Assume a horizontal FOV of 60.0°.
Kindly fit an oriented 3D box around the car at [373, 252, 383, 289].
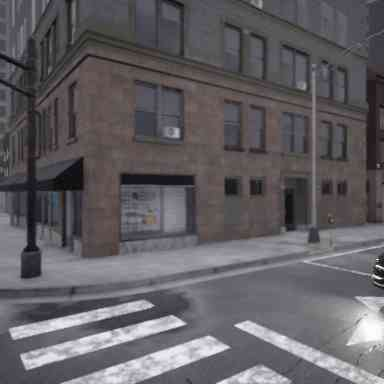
[{"bbox_3d":[6.181,1.508,7.791,4.892,1.490,1.837,0,0,-34],"label":"car"}]
